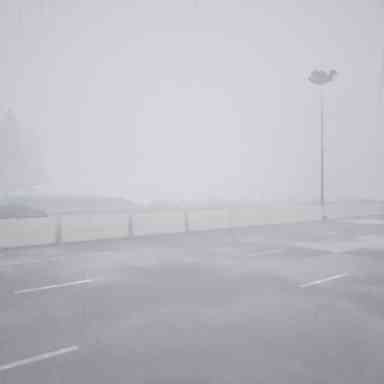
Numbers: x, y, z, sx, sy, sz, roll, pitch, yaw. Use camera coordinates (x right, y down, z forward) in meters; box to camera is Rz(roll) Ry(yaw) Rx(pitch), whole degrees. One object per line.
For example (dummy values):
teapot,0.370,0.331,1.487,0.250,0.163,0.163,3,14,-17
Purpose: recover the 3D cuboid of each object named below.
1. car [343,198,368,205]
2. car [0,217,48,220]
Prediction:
car,24.207,1.541,47.215,5.357,1.411,2.033,1,0,-35
car,-13.536,1.584,24.427,5.357,1.411,2.033,0,0,-36
